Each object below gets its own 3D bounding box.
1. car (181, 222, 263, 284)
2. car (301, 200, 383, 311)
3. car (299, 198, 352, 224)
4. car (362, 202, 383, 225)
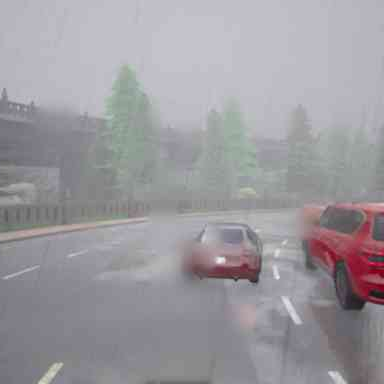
[{"bbox_3d":[1.037,1.566,9.780,1.994,1.385,4.181,0,0,12],"label":"car"},{"bbox_3d":[4.114,1.226,7.753,2.150,2.045,5.566,0,0,7],"label":"car"},{"bbox_3d":[10.354,1.357,25.620,4.553,1.767,2.097,0,0,-43],"label":"car"},{"bbox_3d":[14.678,1.531,24.715,4.674,1.442,1.812,0,0,-37],"label":"car"}]
